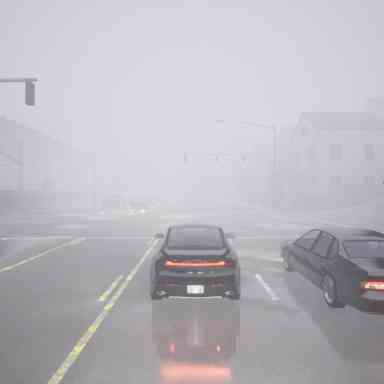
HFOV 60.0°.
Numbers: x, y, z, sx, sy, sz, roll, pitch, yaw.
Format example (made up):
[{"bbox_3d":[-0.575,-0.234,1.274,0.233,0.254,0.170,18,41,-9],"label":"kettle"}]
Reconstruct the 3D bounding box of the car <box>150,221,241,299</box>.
[{"bbox_3d":[0.075,1.505,8.410,1.837,1.490,4.892,0,0,0],"label":"car"}]

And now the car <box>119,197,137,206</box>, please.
[{"bbox_3d":[-10.587,1.546,55.366,2.033,1.411,5.357,0,0,0],"label":"car"}]

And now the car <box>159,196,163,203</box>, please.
[{"bbox_3d":[-6.999,1.546,69.060,2.033,1.411,5.357,0,0,0],"label":"car"}]

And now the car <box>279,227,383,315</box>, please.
[{"bbox_3d":[3.575,1.547,7.834,2.033,1.411,5.357,0,0,0],"label":"car"}]

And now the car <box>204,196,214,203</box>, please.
[{"bbox_3d":[3.499,1.544,69.176,2.033,1.411,5.357,0,0,0],"label":"car"}]

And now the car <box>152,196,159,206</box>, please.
[{"bbox_3d":[-7.089,1.501,54.639,1.837,1.490,4.892,0,1,0],"label":"car"}]

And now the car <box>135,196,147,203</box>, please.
[{"bbox_3d":[-10.499,1.503,68.703,1.837,1.490,4.892,0,0,0],"label":"car"}]

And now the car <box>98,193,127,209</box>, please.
[{"bbox_3d":[-10.600,1.220,44.974,2.150,2.045,5.566,0,0,0],"label":"car"}]

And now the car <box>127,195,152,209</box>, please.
[{"bbox_3d":[-7.098,1.477,45.189,1.882,1.535,5.008,0,0,0],"label":"car"}]

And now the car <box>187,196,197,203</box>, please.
[{"bbox_3d":[0.001,1.546,69.176,2.033,1.411,5.357,0,0,0],"label":"car"}]
